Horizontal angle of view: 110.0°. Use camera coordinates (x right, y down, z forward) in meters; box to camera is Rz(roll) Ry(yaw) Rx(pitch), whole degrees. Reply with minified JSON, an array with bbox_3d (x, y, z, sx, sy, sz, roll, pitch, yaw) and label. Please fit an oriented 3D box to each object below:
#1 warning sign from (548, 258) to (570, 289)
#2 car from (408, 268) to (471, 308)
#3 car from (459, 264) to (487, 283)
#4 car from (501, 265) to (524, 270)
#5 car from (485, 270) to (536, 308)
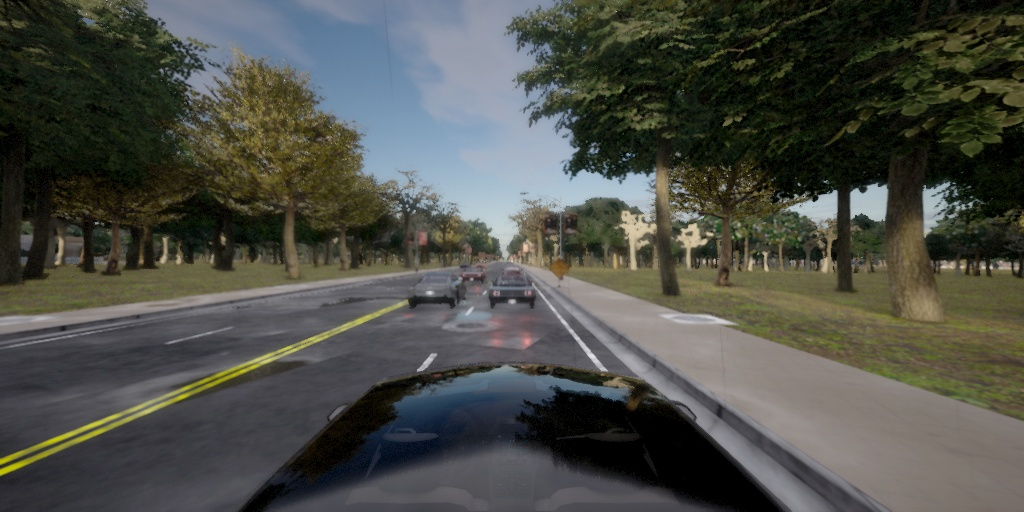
[{"bbox_3d":[2.869,1.036,21.718,1.300,1.860,1.060,0,0,0],"label":"warning sign"},{"bbox_3d":[-3.230,1.440,16.155,1.994,1.385,4.181,0,0,0],"label":"car"},{"bbox_3d":[-3.220,1.602,30.965,1.895,1.301,4.718,0,-1,0],"label":"car"},{"bbox_3d":[0.034,1.529,31.238,1.812,1.442,4.674,0,0,0],"label":"car"},{"bbox_3d":[0.016,1.475,15.958,1.895,1.301,4.718,0,0,0],"label":"car"}]
